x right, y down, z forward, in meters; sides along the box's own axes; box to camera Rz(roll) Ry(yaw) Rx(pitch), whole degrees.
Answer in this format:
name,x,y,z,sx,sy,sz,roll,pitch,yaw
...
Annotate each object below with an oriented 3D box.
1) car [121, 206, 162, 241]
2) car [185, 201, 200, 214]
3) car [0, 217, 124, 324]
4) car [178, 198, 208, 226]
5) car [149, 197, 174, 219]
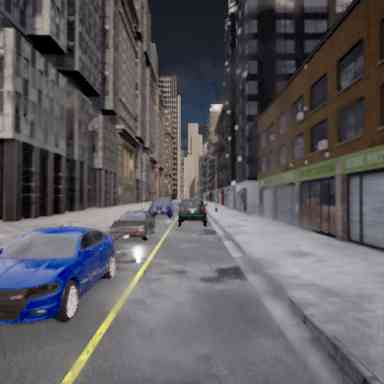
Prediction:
name,x,y,z,sx,sy,sz,roll,pitch,yaw
car,-3.057,1.740,18.259,2.033,1.411,5.357,0,-1,0
car,0.078,1.973,43.455,1.812,1.442,4.674,0,0,0
car,-3.092,1.560,7.638,1.882,1.535,5.008,0,-1,0
car,0.054,1.496,26.157,2.150,2.045,5.566,0,0,0
car,-3.038,1.573,33.896,2.150,2.045,5.566,0,-1,1
